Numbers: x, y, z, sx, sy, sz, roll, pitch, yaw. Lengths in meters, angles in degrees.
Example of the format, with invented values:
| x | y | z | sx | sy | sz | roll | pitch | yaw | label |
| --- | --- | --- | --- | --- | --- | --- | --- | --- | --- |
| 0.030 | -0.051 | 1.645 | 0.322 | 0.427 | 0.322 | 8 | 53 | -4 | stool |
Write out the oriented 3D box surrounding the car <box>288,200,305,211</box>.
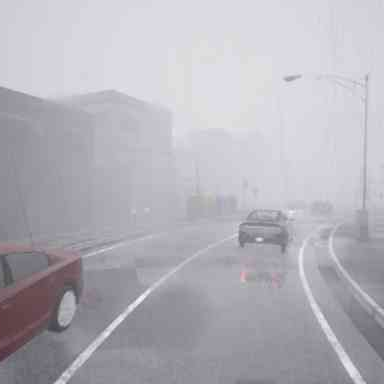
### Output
| x | y | z | sx | sy | sz | roll | pitch | yaw | label |
| --- | --- | --- | --- | --- | --- | --- | --- | --- | --- |
| 13.640 | 1.679 | 42.682 | 1.994 | 1.385 | 4.181 | 1 | 0 | 29 | car |

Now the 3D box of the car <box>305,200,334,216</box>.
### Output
| x | y | z | sx | sy | sz | roll | pitch | yaw | label |
| --- | --- | --- | --- | --- | --- | --- | --- | --- | --- |
| 13.862 | 1.639 | 35.373 | 2.128 | 1.511 | 4.902 | 1 | 0 | 28 | car |

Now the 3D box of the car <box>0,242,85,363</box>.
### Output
| x | y | z | sx | sy | sz | roll | pitch | yaw | label |
| --- | --- | --- | --- | --- | --- | --- | --- | --- | --- |
| -3.121 | 1.440 | 4.051 | 1.882 | 1.535 | 5.008 | 0 | 0 | 8 | car |

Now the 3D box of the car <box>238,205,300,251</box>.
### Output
| x | y | z | sx | sy | sz | roll | pitch | yaw | label |
| --- | --- | --- | --- | --- | --- | --- | --- | --- | --- |
| 3.309 | 1.522 | 14.396 | 2.128 | 1.511 | 4.902 | 1 | 0 | 21 | car |
